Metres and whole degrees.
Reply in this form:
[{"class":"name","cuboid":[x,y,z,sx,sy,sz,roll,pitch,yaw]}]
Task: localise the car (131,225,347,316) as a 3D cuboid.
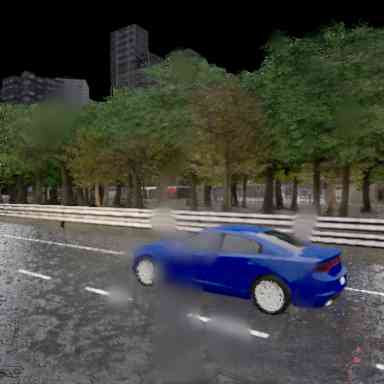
[{"class":"car","cuboid":[0.775,1.497,7.618,5.008,1.535,1.882,0,0,36]}]
